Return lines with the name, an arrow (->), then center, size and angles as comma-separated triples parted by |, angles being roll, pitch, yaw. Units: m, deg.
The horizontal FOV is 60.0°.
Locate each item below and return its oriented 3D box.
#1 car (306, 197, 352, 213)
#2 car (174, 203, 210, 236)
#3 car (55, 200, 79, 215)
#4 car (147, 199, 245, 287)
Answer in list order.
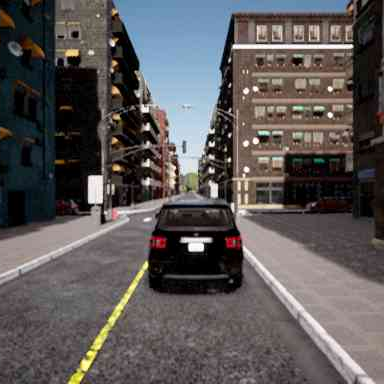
car -> 13.533, 1.221, 33.158 | 4.097, 1.590, 1.967 | -1, 1, 0
car -> -0.019, 1.452, 19.167 | 1.837, 1.490, 4.892 | 0, 0, -1
car -> -13.572, 1.479, 33.216 | 4.097, 1.590, 1.967 | -1, 1, 0
car -> 0.087, 1.194, 9.343 | 2.150, 2.045, 5.566 | 0, 0, 0
